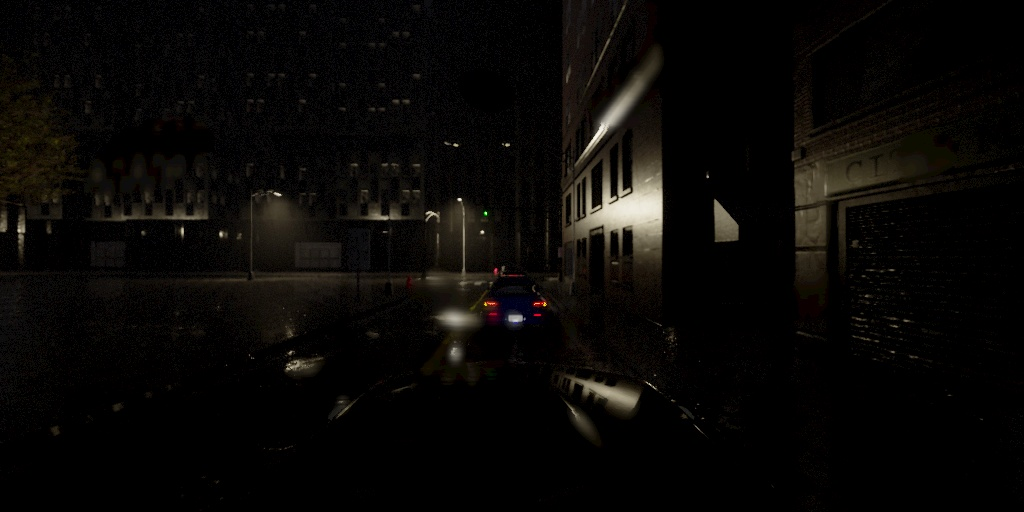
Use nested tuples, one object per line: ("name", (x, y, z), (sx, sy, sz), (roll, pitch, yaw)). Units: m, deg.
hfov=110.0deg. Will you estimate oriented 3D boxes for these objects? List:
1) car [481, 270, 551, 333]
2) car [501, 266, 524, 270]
("car", (0.097, 1.328, 10.850), (1.812, 1.442, 4.674), (0, 0, 0))
("car", (0.003, 1.366, 23.324), (2.128, 1.511, 4.902), (0, 0, -1))
